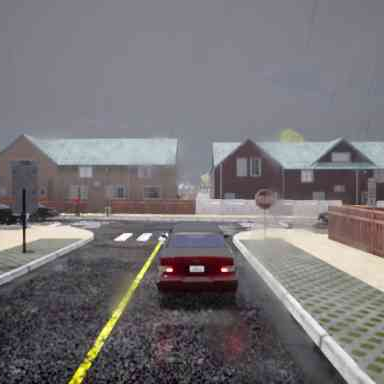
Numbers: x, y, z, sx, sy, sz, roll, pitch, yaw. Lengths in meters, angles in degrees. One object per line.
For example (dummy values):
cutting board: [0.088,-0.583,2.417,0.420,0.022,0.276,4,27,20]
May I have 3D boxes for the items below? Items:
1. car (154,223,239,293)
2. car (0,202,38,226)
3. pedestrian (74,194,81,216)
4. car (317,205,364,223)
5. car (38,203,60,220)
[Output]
car: [0.094,1.541,8.970,2.033,1.411,5.357,0,0,0]
car: [-13.005,1.362,21.359,4.902,1.511,2.128,1,0,1]
pedestrian: [-9.378,1.036,27.143,0.375,1.860,0.375,0,0,1]
car: [11.862,1.659,23.750,5.357,1.411,2.033,1,0,1]
car: [-12.658,1.414,24.555,5.357,1.411,2.033,1,0,-2]
